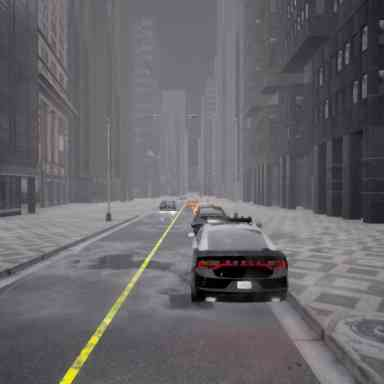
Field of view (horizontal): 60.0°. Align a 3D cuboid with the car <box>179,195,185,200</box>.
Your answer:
[{"bbox_3d":[-2.668,1.627,94.604,1.882,1.535,5.008,0,0,0],"label":"car"}]

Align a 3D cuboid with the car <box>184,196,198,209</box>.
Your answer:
[{"bbox_3d":[0.189,1.529,47.070,1.882,1.535,5.008,0,0,1],"label":"car"}]

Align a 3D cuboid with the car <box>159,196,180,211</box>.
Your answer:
[{"bbox_3d":[-2.955,1.605,41.463,1.994,1.385,4.181,0,0,0],"label":"car"}]

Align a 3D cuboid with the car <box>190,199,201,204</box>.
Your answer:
[{"bbox_3d":[0.983,1.494,24.303,1.882,1.535,5.008,0,0,0],"label":"car"}]

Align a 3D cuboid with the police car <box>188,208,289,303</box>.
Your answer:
[{"bbox_3d":[0.927,1.426,8.411,1.930,1.638,5.238,0,0,0],"label":"police car"}]

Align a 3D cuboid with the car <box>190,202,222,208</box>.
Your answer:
[{"bbox_3d":[0.962,1.514,18.302,1.837,1.490,4.892,0,0,0],"label":"car"}]
